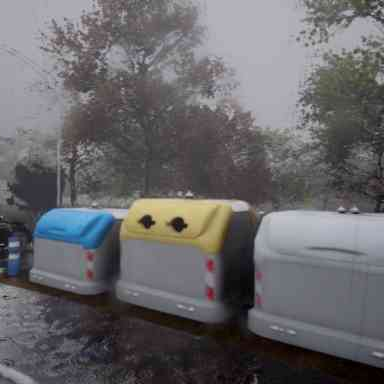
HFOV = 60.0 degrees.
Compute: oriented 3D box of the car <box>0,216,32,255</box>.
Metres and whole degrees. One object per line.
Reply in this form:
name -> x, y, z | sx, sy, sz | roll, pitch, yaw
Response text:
car -> -8.169, 1.434, 11.522 | 2.435, 2.045, 5.566 | -1, -1, 14
